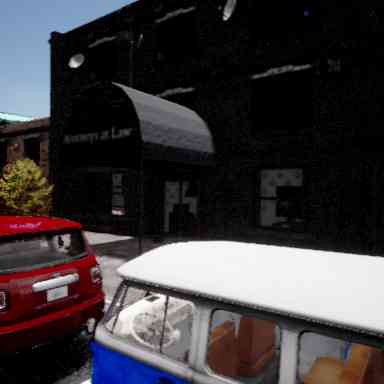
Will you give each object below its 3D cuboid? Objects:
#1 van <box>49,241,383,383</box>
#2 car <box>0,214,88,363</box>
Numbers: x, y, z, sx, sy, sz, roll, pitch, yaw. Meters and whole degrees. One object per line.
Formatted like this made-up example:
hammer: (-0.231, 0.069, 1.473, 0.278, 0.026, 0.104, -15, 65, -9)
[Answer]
van: (1.030, 1.340, 2.122, 3.998, 1.788, 1.690, 0, 1, 36)
car: (-3.565, 1.296, 5.400, 5.009, 1.841, 2.192, 0, 1, 36)
